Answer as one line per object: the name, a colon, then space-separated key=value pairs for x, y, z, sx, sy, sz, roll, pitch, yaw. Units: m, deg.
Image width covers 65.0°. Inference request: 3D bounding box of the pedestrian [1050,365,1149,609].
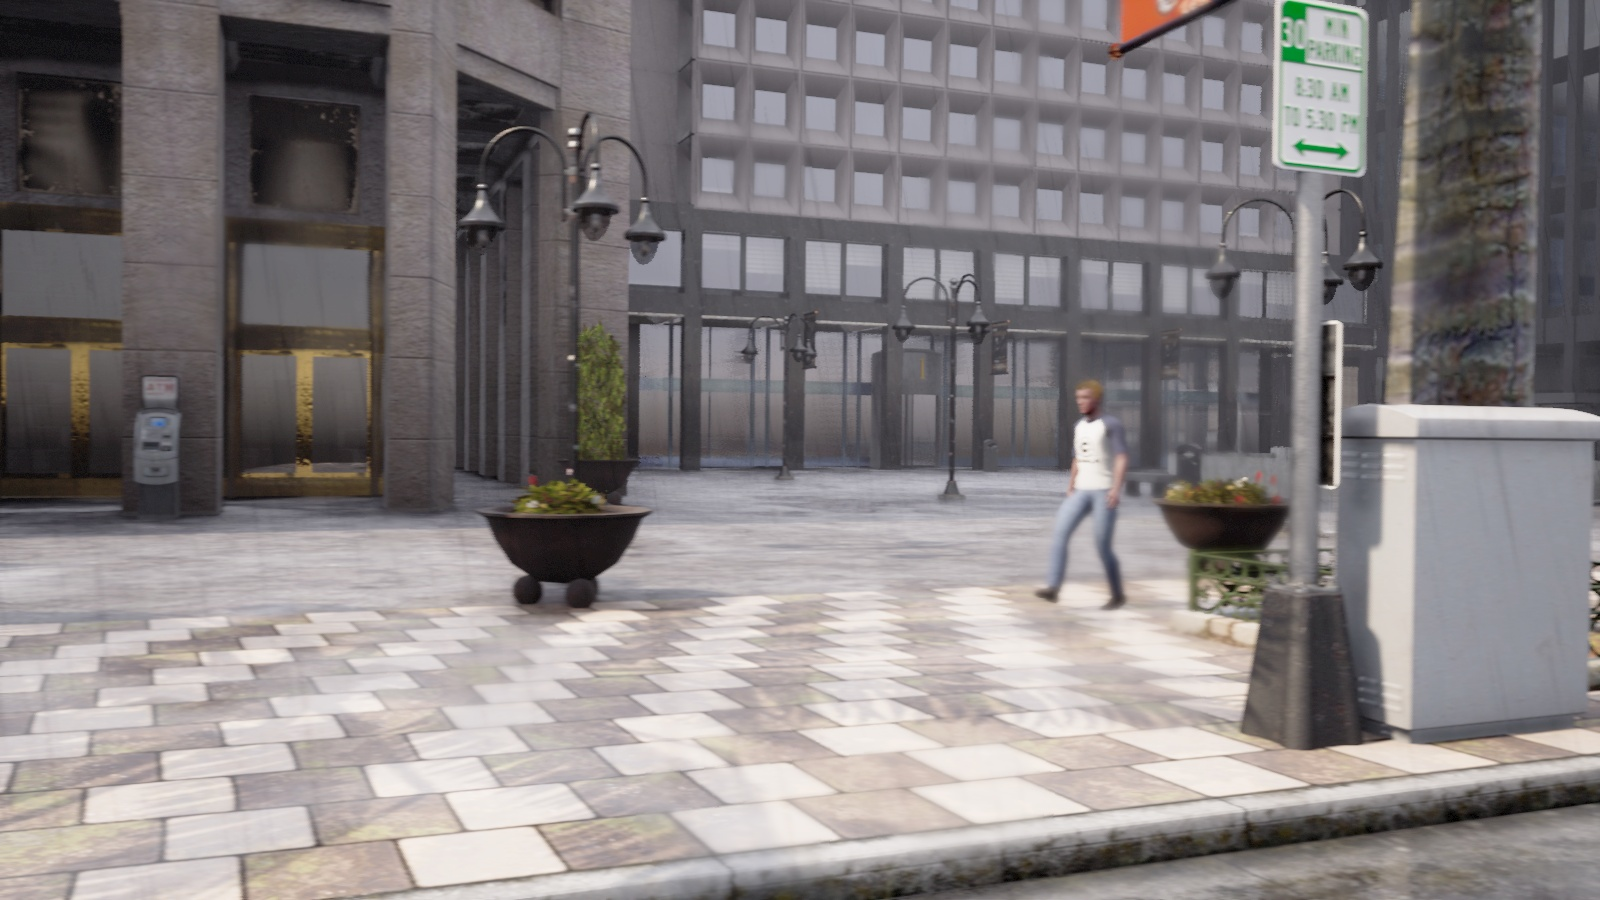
pedestrian: x=2.331 y=0.270 z=9.771 sx=0.706 sy=1.836 sz=0.354 roll=-1 pitch=1 yaw=-35
